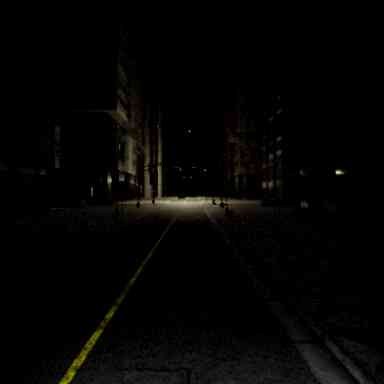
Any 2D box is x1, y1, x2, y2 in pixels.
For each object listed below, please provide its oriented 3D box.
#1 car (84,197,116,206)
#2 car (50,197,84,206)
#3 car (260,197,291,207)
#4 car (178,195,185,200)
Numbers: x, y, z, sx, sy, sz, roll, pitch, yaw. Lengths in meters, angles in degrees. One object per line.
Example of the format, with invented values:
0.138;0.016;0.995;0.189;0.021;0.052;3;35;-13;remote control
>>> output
-15.023;1.551;55.882;4.829;1.417;1.752;0;0;0;car
-20.625;1.566;55.915;4.829;1.417;1.752;0;0;0;car
11.889;1.371;47.196;4.097;1.590;1.967;0;0;0;car
-3.011;1.529;94.968;1.994;1.385;4.181;0;0;0;car
